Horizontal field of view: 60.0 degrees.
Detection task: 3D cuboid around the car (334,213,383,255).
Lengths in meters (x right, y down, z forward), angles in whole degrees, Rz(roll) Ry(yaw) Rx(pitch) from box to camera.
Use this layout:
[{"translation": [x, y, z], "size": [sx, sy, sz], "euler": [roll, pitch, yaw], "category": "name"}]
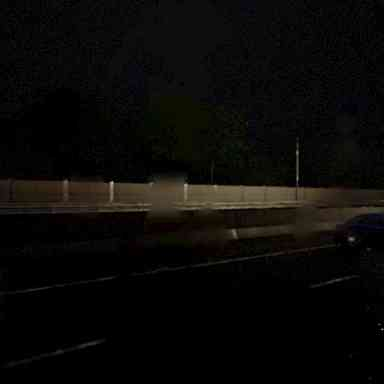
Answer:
[{"translation": [7.973, 1.618, 13.828], "size": [5.008, 1.535, 1.882], "euler": [0, 0, -35], "category": "car"}]
